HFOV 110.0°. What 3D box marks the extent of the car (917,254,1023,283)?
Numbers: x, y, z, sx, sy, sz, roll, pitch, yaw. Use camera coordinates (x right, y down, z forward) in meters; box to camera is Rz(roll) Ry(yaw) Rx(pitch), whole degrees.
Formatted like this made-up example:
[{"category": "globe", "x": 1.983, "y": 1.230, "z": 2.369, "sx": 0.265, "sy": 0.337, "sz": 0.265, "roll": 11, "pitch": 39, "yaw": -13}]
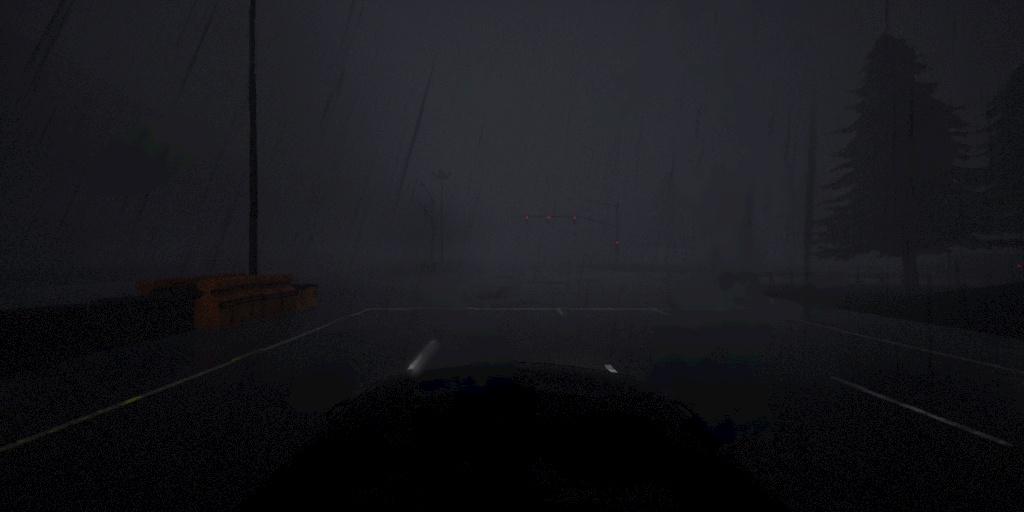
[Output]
[{"category": "car", "x": 34.297, "y": 0.877, "z": 27.170, "sx": 5.566, "sy": 2.045, "sz": 2.150, "roll": 0, "pitch": 0, "yaw": 15}]
